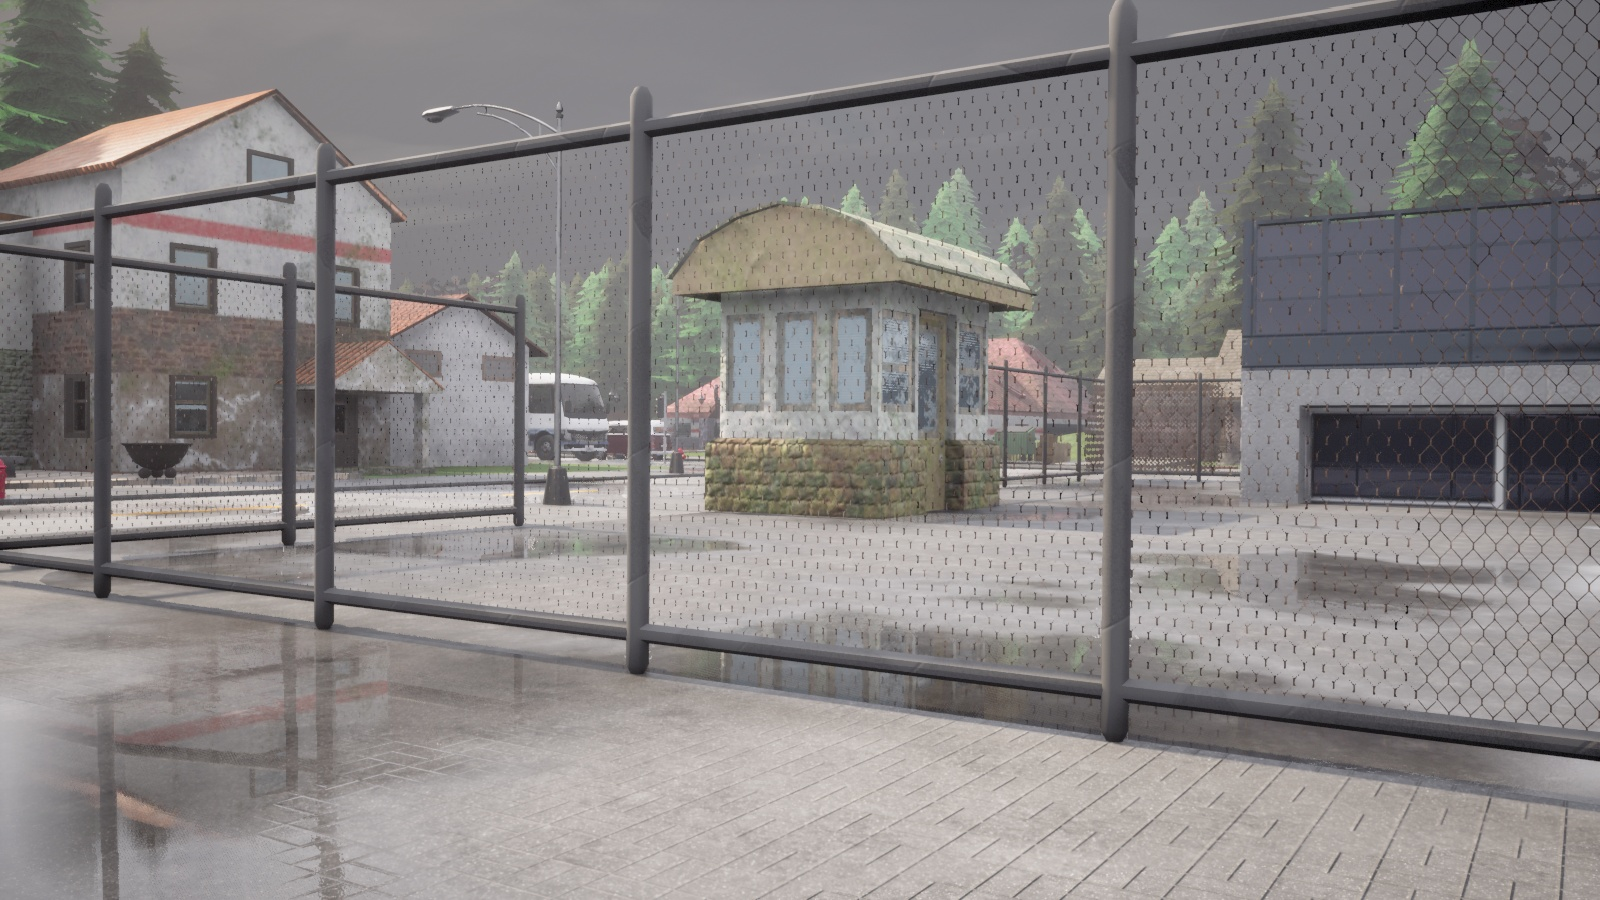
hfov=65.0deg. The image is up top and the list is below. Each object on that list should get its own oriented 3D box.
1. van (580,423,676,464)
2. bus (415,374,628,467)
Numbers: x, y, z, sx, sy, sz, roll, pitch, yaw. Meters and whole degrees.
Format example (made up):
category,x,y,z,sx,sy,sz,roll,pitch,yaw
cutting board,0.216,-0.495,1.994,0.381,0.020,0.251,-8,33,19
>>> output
category,x,y,z,sx,sy,sz,roll,pitch,yaw
van,-8.689,-0.330,63.233,4.480,2.038,2.069,0,1,32
bus,-13.741,-1.362,61.640,10.273,4.253,3.944,0,1,31
